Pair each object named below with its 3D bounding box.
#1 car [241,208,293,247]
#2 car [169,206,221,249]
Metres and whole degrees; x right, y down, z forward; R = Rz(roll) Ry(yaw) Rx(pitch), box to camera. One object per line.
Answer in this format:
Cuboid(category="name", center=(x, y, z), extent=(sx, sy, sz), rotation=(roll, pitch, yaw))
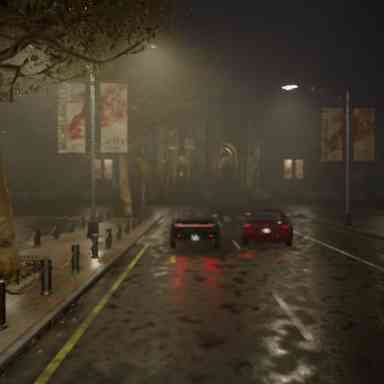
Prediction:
Cuboid(category="car", center=(3.253, 1.382, 14.280), extent=(1.994, 1.385, 4.181), rotation=(0, 1, 14))
Cuboid(category="car", center=(0.082, 1.318, 13.628), extent=(2.128, 1.511, 4.902), rotation=(0, 1, -1))
